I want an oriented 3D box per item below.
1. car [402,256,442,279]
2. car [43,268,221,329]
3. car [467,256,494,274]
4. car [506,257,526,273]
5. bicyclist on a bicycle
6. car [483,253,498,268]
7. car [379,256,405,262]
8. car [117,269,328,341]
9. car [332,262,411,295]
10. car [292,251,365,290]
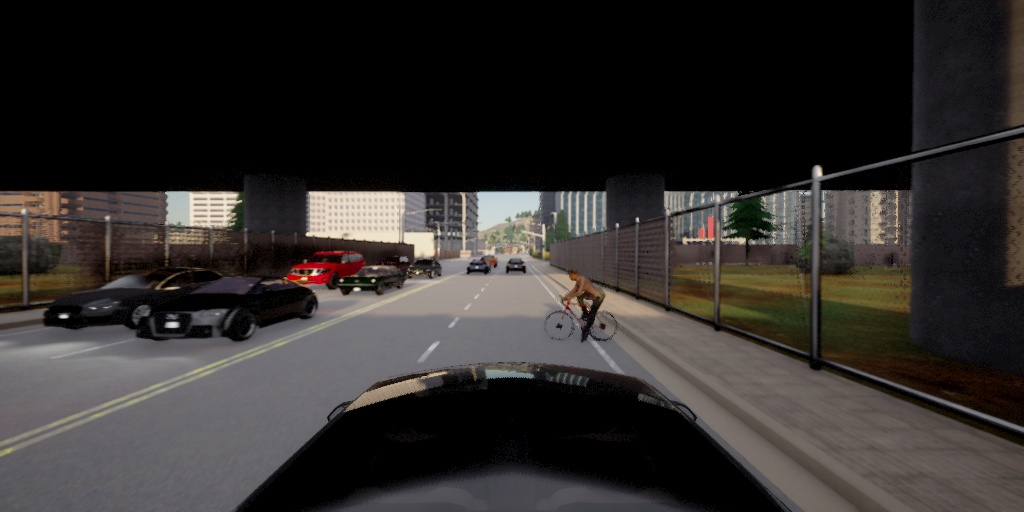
[{"bbox_3d":[-6.801,0.957,28.400,1.837,1.490,4.892,0,1,1],"label":"car"},{"bbox_3d":[-10.493,1.142,10.833,1.837,1.490,4.892,0,1,1],"label":"car"},{"bbox_3d":[-3.117,0.959,34.183,1.994,1.385,4.181,0,1,1],"label":"car"},{"bbox_3d":[0.414,0.940,36.314,1.994,1.385,4.181,0,1,1],"label":"car"},{"bbox_3d":[1.539,1.103,7.997,1.656,1.620,0.582,0,1,1],"label":"bicyclist on a bicycle"},{"bbox_3d":[-3.000,0.602,47.562,2.097,1.767,4.553,0,1,1],"label":"car"},{"bbox_3d":[-10.261,0.771,31.015,2.097,1.767,4.553,0,1,1],"label":"car"},{"bbox_3d":[-7.004,1.221,9.416,1.994,1.385,4.181,0,1,1],"label":"car"},{"bbox_3d":[-6.923,1.163,18.258,1.895,1.301,4.718,0,1,1],"label":"car"},{"bbox_3d":[-10.399,0.751,20.767,2.150,2.045,5.566,0,1,0],"label":"car"}]
